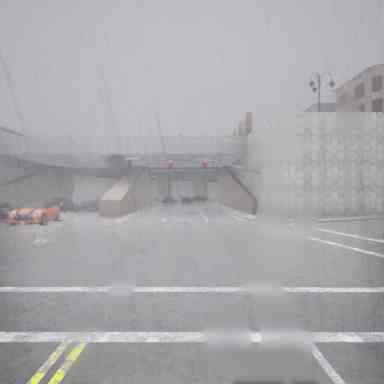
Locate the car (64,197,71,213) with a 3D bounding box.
[{"bbox_3d":[-14.928,1.353,37.717,2.097,1.767,4.553,0,0,-1],"label":"car"}]

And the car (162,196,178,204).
[{"bbox_3d":[-4.513,1.547,64.312,2.033,1.411,5.357,0,0,5],"label":"car"}]

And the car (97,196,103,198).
[{"bbox_3d":[-15.288,1.506,56.333,1.837,1.490,4.892,0,0,0],"label":"car"}]

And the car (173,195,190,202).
[{"bbox_3d":[-2.338,1.524,74.669,1.812,1.442,4.674,0,0,24],"label":"car"}]

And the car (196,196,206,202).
[{"bbox_3d":[1.530,1.524,74.797,1.812,1.442,4.674,0,0,28],"label":"car"}]

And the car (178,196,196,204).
[{"bbox_3d":[-0.983,1.547,64.811,2.033,1.411,5.357,0,0,4],"label":"car"}]

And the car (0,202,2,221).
[{"bbox_3d":[-14.374,1.505,24.057,1.837,1.490,4.892,0,0,-5],"label":"car"}]

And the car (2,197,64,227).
[{"bbox_3d":[-10.753,1.351,22.953,2.097,1.767,4.553,0,0,-5],"label":"car"}]

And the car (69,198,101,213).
[{"bbox_3d":[-11.393,1.601,36.312,1.895,1.301,4.718,0,0,-1],"label":"car"}]
